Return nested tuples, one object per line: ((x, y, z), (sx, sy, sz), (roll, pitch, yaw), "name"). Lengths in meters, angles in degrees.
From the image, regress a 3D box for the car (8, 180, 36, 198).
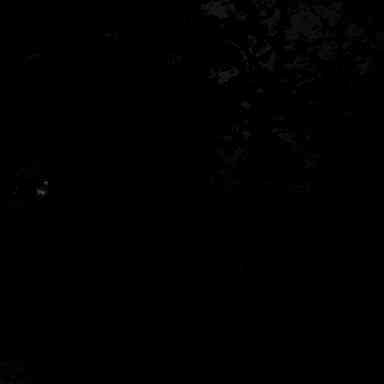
((-15.822, -0.358, 30.903), (2.128, 1.511, 4.902), (4, 4, -14), "car")
